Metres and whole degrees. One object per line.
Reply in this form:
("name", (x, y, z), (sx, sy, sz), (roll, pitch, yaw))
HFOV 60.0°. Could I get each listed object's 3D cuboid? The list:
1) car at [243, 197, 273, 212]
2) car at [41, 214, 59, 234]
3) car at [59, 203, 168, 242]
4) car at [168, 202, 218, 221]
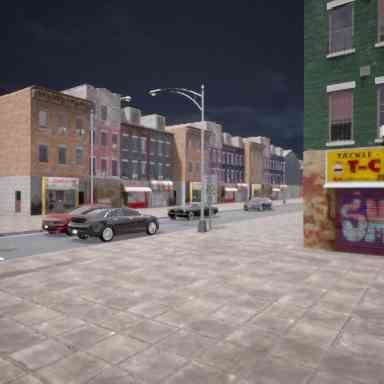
("car", (7.292, 1.314, 36.271), (1.837, 1.490, 4.892), (0, 1, 36))
("car", (-5.672, 1.403, 18.210), (1.882, 1.535, 5.008), (0, 0, 34))
("car", (-3.602, 1.443, 16.217), (1.837, 1.490, 4.892), (0, 0, 36))
("car", (0.114, 1.473, 26.298), (1.895, 1.301, 4.718), (0, 0, 36))
